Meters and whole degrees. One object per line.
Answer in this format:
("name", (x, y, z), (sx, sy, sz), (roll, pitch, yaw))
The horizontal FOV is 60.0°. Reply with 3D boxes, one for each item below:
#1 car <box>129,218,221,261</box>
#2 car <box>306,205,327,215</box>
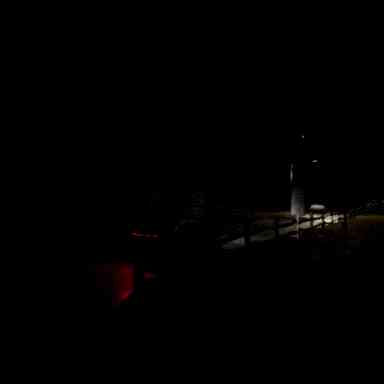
("car", (-0.492, 1.827, 13.959), (2.128, 1.511, 4.902), (1, 0, 33))
("car", (17.595, 2.482, 46.699), (2.033, 1.411, 5.357), (1, 0, 33))
